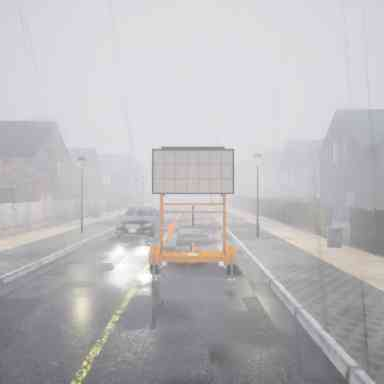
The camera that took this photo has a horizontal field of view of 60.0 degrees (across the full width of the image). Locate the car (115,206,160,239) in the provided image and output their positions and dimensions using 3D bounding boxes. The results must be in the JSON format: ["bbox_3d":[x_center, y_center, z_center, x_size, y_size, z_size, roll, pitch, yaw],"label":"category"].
[{"bbox_3d":[-2.705,1.501,17.577,2.128,1.511,4.902,0,0,0],"label":"car"}]

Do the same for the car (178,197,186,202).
[{"bbox_3d":[-2.523,2.018,87.690,1.994,1.385,4.181,0,-1,0],"label":"car"}]

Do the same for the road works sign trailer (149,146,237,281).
[{"bbox_3d":[0.031,0.465,9.831,2.380,3.560,2.880,0,0,1],"label":"road works sign trailer"}]
